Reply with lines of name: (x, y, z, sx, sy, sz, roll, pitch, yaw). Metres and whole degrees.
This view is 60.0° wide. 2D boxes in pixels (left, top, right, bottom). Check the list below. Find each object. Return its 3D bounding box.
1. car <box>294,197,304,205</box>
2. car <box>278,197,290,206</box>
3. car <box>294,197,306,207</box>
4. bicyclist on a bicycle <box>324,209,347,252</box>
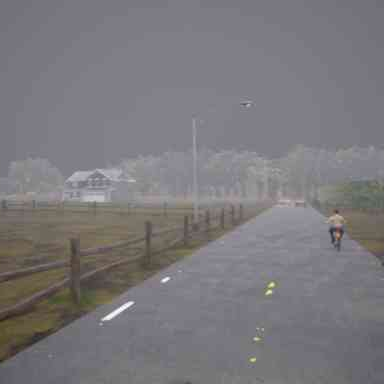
car: (22.593, 1.830, 70.184, 1.837, 1.490, 4.892, -1, -1, 17)
car: (17.895, 1.699, 64.358, 2.097, 1.767, 4.553, -1, -1, 18)
car: (18.940, 1.765, 58.066, 2.128, 1.511, 4.902, -1, 0, 17)
bicyclist on a bicycle: (5.769, 1.492, 13.290, 0.866, 1.612, 1.509, -1, -1, 17)
